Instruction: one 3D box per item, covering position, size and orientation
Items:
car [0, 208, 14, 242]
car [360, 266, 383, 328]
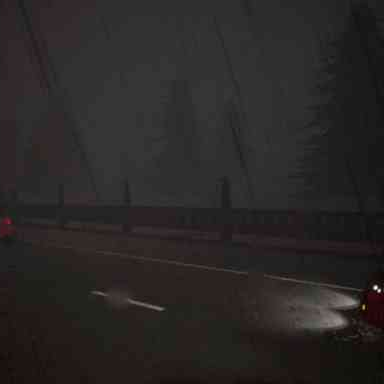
[{"bbox_3d":[-10.473,1.458,15.753,4.553,1.767,2.097,-1,0,36],"label":"car"},{"bbox_3d":[4.806,1.542,4.827,4.181,1.385,1.994,0,0,36],"label":"car"}]
